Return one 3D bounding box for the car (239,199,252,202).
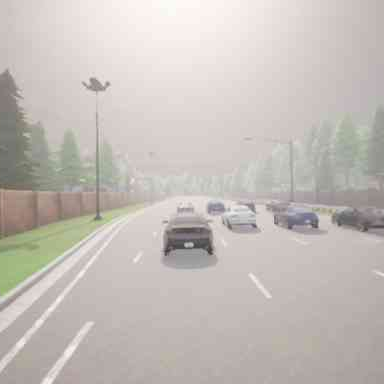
[{"bbox_3d":[6.210,1.631,39.507,1.882,1.535,5.008,-1,0,-1],"label":"car"}]

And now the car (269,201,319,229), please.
[{"bbox_3d":[6.653,1.560,21.592,1.812,1.442,4.674,-1,0,-1],"label":"car"}]

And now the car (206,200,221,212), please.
[{"bbox_3d":[2.713,1.682,39.366,1.882,1.535,5.008,-1,0,-1],"label":"car"}]

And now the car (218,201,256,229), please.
[{"bbox_3d":[3.126,1.620,22.601,1.812,1.442,4.674,-1,0,-1],"label":"car"}]

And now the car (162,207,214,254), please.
[{"bbox_3d":[-0.167,1.595,13.921,1.837,1.490,4.892,-1,0,-1],"label":"car"}]

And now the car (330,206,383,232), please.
[{"bbox_3d":[10.199,1.518,19.734,2.033,1.411,5.357,-1,0,-1],"label":"car"}]

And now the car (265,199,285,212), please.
[{"bbox_3d":[9.747,1.582,38.051,2.128,1.511,4.902,-1,0,-1],"label":"car"}]

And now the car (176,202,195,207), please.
[{"bbox_3d":[-0.665,1.773,34.469,2.033,1.411,5.357,-1,0,-1],"label":"car"}]
